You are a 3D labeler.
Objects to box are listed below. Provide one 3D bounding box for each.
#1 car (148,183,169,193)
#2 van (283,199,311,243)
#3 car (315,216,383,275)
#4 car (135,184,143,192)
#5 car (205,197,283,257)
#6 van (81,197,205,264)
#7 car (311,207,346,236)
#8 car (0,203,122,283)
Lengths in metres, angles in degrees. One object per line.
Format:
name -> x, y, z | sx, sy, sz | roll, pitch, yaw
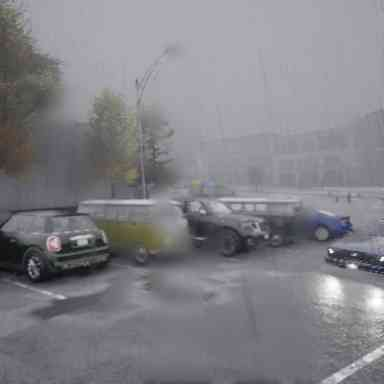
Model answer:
car -> -5.676, -0.699, 60.119 | 2.163, 1.488, 4.792 | 1, 6, 16
van -> 2.713, 1.265, 15.058 | 4.442, 1.987, 1.878 | -1, 0, 35
car -> 6.349, 1.562, 10.244 | 5.357, 1.411, 2.033 | 0, 0, -36
car -> -8.078, -0.878, 61.850 | 2.231, 1.521, 4.892 | 1, 6, 15
car -> 0.373, 1.228, 13.271 | 5.566, 2.045, 2.435 | -1, -1, 35
van -> -2.019, 1.243, 11.510 | 4.442, 1.987, 1.878 | -1, -1, 35
car -> 5.277, 1.499, 16.697 | 5.008, 1.535, 2.097 | -1, 0, 35
car -> -4.559, 1.333, 9.840 | 4.553, 1.767, 2.185 | -1, 0, 35
